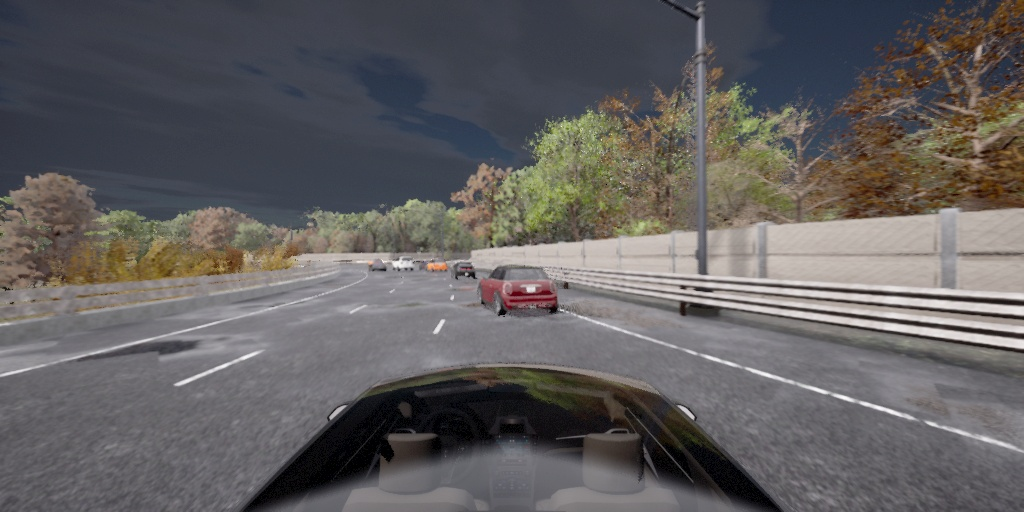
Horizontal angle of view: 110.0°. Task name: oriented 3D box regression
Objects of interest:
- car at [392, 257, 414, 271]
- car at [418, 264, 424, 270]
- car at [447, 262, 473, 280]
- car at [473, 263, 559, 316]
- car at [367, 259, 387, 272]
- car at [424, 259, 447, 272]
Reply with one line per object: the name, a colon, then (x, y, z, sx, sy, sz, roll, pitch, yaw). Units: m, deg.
car: (-15.702, 1.138, 51.789, 2.150, 2.045, 5.566, 0, 0, -29)
car: (-12.274, 1.440, 52.941, 2.033, 1.411, 5.357, 0, 0, -29)
car: (-4.487, 1.319, 32.549, 1.837, 1.490, 4.892, 0, 0, -16)
car: (0.055, 1.114, 13.721, 2.097, 1.767, 4.553, 0, 0, -16)
car: (-18.877, 1.502, 50.303, 1.994, 1.385, 4.181, 0, 0, -29)
car: (-10.066, 1.224, 48.106, 2.097, 1.767, 4.553, 0, 0, -23)
